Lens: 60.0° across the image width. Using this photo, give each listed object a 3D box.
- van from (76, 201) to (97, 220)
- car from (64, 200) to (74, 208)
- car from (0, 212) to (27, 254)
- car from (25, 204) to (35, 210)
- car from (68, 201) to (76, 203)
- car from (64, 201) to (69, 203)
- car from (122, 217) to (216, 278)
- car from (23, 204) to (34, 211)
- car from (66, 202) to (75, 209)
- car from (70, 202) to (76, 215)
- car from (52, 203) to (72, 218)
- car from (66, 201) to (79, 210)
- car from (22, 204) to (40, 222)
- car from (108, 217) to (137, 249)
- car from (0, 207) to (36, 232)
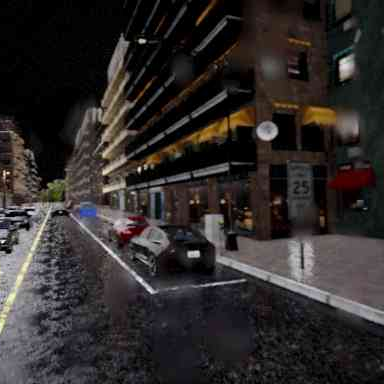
[{"bbox_3d":[-11.376,2.026,36.238,1.690,1.788,3.998,0,-1,-22],"label":"van"},{"bbox_3d":[-30.500,3.026,82.575,2.192,1.841,5.009,0,-1,-22],"label":"car"},{"bbox_3d":[-8.838,1.872,14.886,2.033,1.411,5.357,-1,-1,-23],"label":"car"},{"bbox_3d":[-36.135,3.269,74.259,1.802,1.307,4.206,0,-1,-22],"label":"car"},{"bbox_3d":[-22.001,2.569,61.980,2.192,1.841,5.009,0,-1,-22],"label":"car"},{"bbox_3d":[-20.015,2.551,50.355,1.837,1.490,4.892,-1,-1,-23],"label":"car"},{"bbox_3d":[-0.749,1.683,10.489,1.947,1.339,4.313,0,-1,-22],"label":"car"},{"bbox_3d":[-34.009,3.155,69.110,1.802,1.307,4.206,0,-1,-22],"label":"car"},{"bbox_3d":[-28.439,3.125,77.579,1.752,1.417,4.829,0,-1,-22],"label":"car"},{"bbox_3d":[-15.624,2.457,46.530,1.887,1.381,4.507,0,-1,-22],"label":"car"},{"bbox_3d":[-16.252,2.408,41.210,1.994,1.385,4.181,-1,-1,-22],"label":"car"},{"bbox_3d":[-24.125,2.683,67.129,2.192,1.841,5.009,0,-1,-22],"label":"car"},{"bbox_3d":[-16.536,2.264,33.652,1.812,1.442,4.674,-1,-1,-22],"label":"car"},{"bbox_3d":[-2.874,1.812,15.637,1.802,1.307,4.206,0,-1,-22],"label":"car"},{"bbox_3d":[-12.662,2.055,24.167,1.812,1.442,4.674,-1,-1,-22],"label":"car"}]
